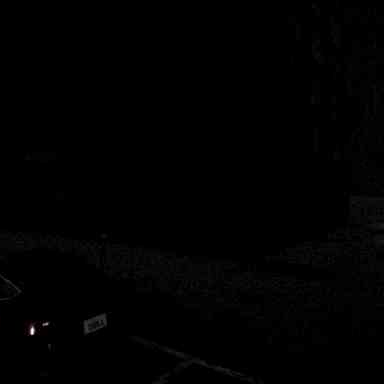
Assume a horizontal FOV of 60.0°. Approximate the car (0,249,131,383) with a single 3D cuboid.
[{"bbox_3d":[-2.815,1.566,5.076,4.313,1.339,1.947,0,0,35],"label":"car"}]
